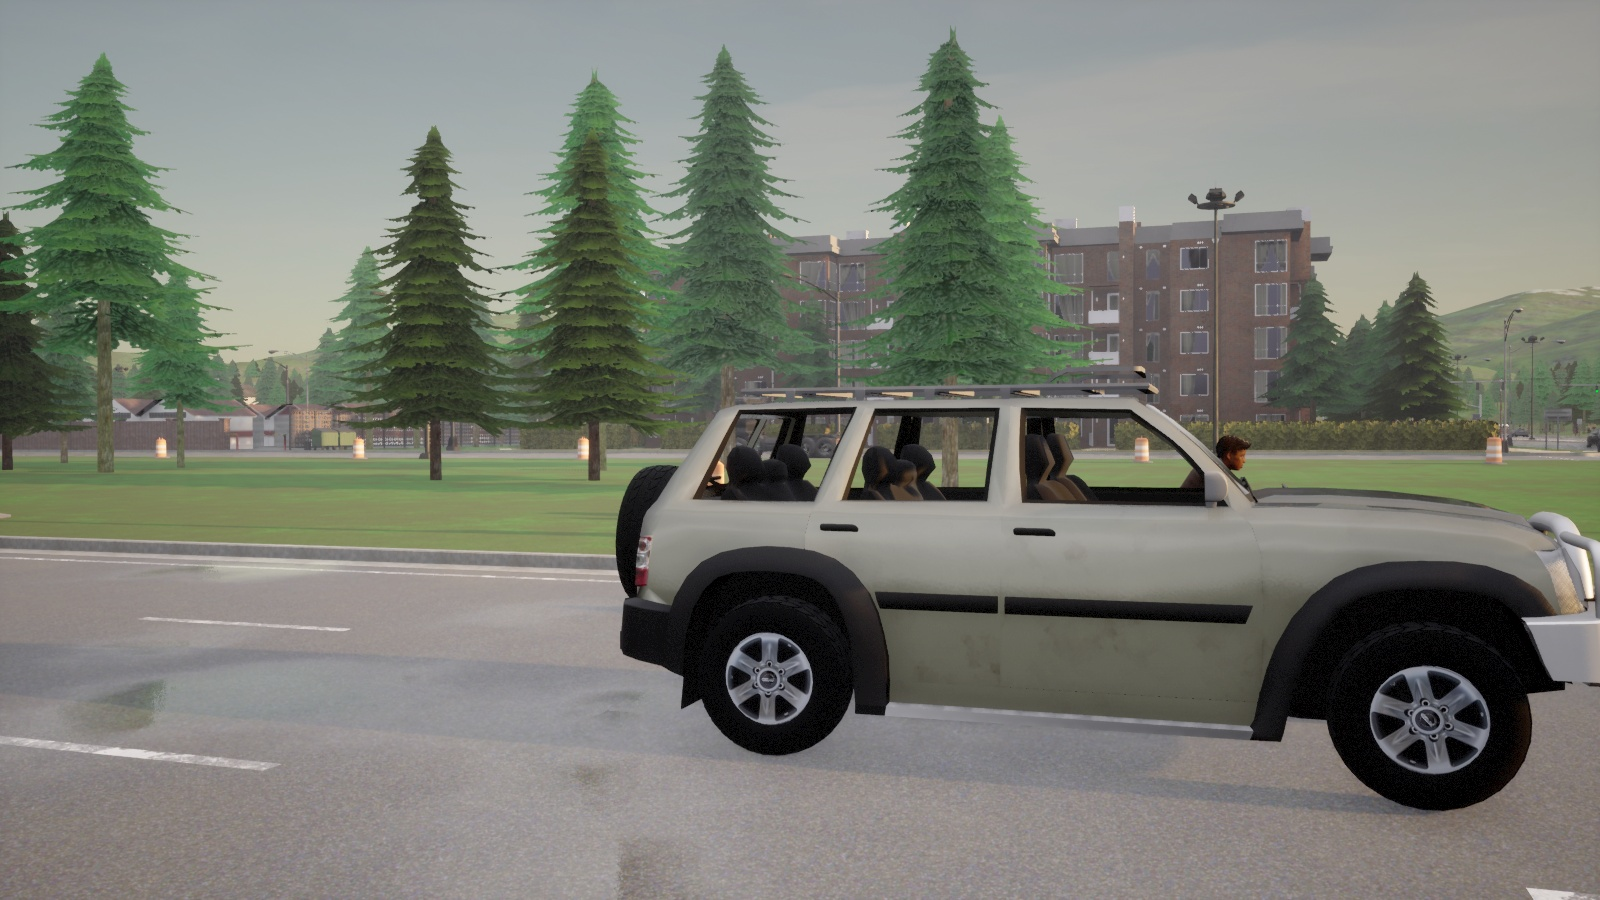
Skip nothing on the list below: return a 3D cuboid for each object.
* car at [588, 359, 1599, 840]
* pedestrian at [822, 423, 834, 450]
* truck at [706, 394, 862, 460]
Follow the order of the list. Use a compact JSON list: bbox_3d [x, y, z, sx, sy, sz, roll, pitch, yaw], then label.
[{"bbox_3d":[1.444,0.546,6.396,4.605,1.855,1.932,1,1,18],"label":"car"},{"bbox_3d":[1.950,-0.922,86.474,0.726,1.835,0.370,1,1,20],"label":"pedestrian"},{"bbox_3d":[-0.860,-1.253,68.336,7.936,3.462,2.891,1,1,19],"label":"truck"}]
